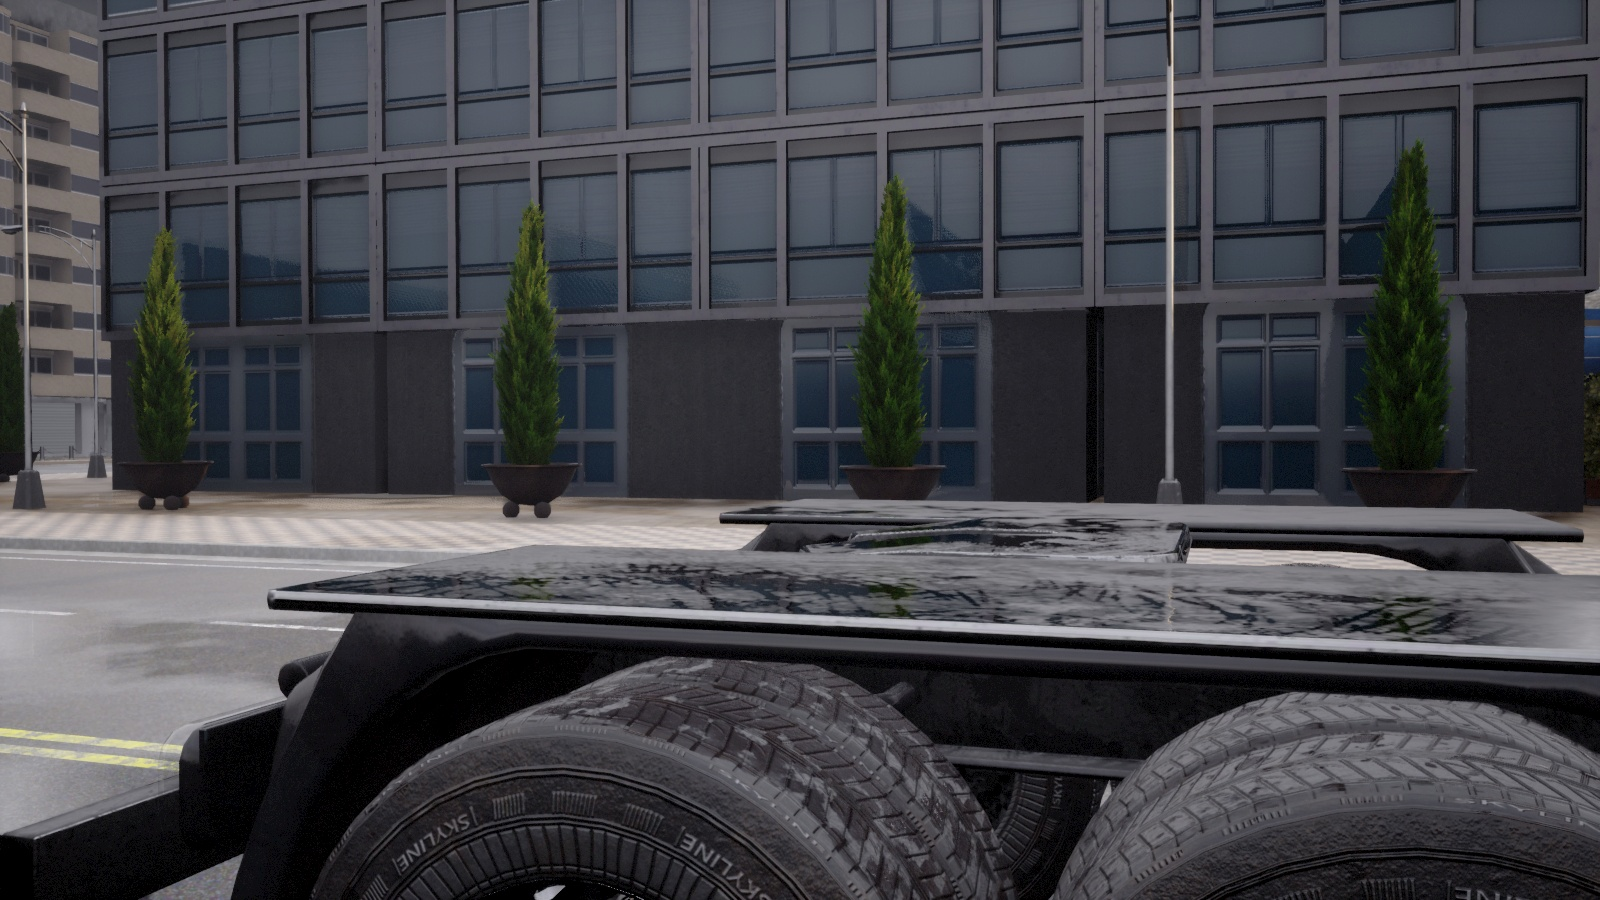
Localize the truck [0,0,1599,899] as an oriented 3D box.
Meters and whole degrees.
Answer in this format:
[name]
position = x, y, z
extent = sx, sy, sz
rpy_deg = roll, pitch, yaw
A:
[truck]
position = 2.642, -0.182, 2.289
extent = 7.936, 3.462, 2.891
rpy_deg = 1, 1, 19
